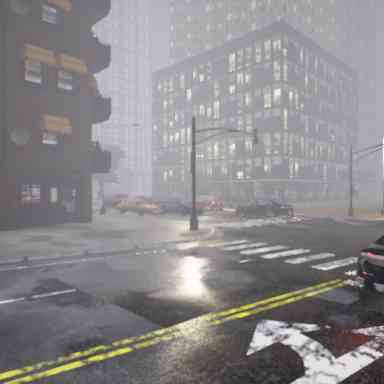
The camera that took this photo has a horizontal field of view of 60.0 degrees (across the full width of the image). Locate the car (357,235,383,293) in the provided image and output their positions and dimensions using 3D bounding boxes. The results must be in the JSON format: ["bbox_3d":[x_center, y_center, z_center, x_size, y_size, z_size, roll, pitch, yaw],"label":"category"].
[{"bbox_3d":[5.733,1.503,7.714,4.902,1.511,2.128,0,0,-37],"label":"car"}]

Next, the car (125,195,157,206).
[{"bbox_3d":[-6.529,1.063,42.276,1.802,1.307,4.206,1,0,-45],"label":"car"}]

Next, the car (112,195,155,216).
[{"bbox_3d":[-4.515,1.220,28.174,1.752,1.417,4.829,1,0,-45],"label":"car"}]

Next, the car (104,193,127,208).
[{"bbox_3d":[-7.565,0.925,35.063,2.097,1.767,4.553,0,1,-45],"label":"car"}]

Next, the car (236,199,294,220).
[{"bbox_3d":[5.579,1.295,26.104,2.128,1.511,4.902,0,1,-40],"label":"car"}]

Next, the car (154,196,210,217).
[{"bbox_3d":[-0.929,1.287,28.331,1.994,1.385,4.181,0,1,-44],"label":"car"}]

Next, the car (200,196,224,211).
[{"bbox_3d":[1.291,1.097,34.462,1.967,1.590,4.097,1,0,-45],"label":"car"}]

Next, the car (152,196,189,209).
[{"bbox_3d":[-2.529,1.138,38.218,1.947,1.339,4.313,1,0,-45],"label":"car"}]
